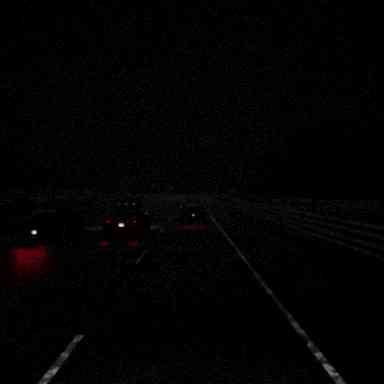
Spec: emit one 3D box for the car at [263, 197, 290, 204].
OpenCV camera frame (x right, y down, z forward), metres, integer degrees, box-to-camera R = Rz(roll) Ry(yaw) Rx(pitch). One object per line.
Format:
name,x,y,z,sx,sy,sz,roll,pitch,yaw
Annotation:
car,11.110,1.377,44.322,1.812,1.442,4.674,0,0,-20

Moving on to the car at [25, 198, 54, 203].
car,-17.503,1.548,39.631,1.812,1.442,4.674,0,0,0

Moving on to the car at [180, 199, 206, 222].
car,0.099,1.470,25.894,1.882,1.535,5.008,0,0,0

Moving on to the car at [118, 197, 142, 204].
car,-6.902,1.346,37.148,2.097,1.767,4.553,0,0,0

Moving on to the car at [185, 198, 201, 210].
car,0.098,1.561,42.985,1.994,1.385,4.181,0,0,0

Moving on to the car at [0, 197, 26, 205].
car,-21.003,1.326,39.634,2.128,1.511,4.902,0,0,0

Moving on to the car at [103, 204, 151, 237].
car,-3.401,1.560,17.999,1.994,1.385,4.181,0,0,0

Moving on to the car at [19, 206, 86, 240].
car,-6.901,1.501,16.979,1.837,1.490,4.892,0,0,0
